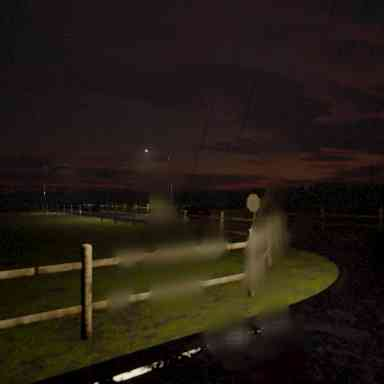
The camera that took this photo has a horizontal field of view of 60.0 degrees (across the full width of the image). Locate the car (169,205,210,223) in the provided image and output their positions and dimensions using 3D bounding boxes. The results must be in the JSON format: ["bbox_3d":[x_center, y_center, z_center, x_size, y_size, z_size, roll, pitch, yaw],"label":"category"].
[{"bbox_3d":[-0.324,1.952,30.175,1.837,1.490,4.892,0,-1,-34],"label":"car"}]

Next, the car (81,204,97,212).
[{"bbox_3d":[-17.133,2.587,54.727,1.994,1.385,4.181,0,-1,-34],"label":"car"}]
